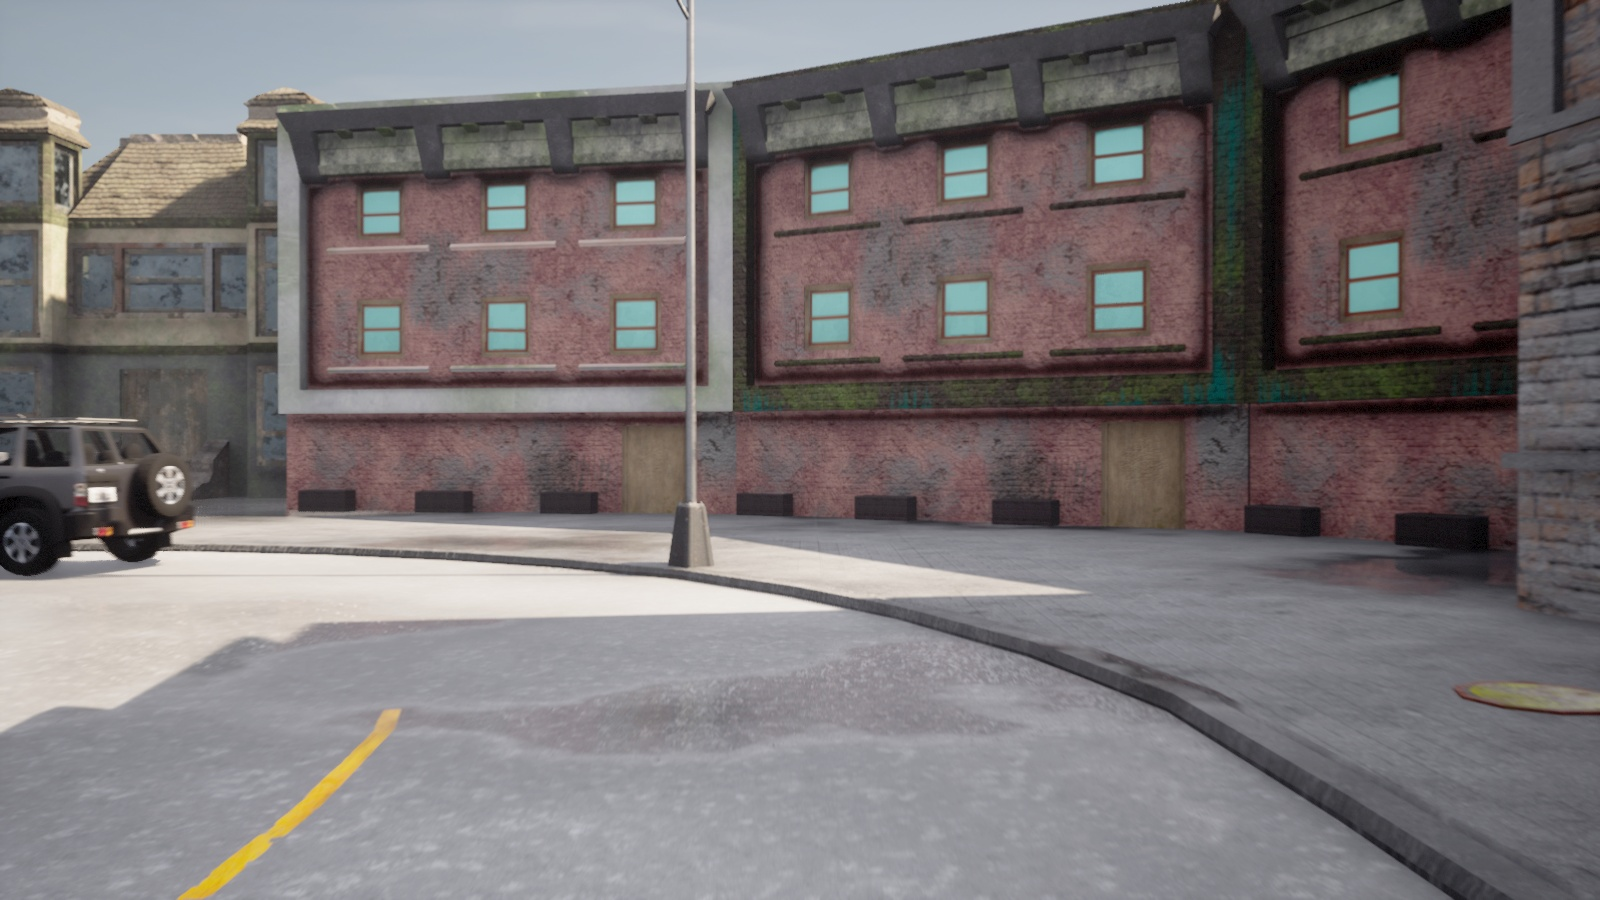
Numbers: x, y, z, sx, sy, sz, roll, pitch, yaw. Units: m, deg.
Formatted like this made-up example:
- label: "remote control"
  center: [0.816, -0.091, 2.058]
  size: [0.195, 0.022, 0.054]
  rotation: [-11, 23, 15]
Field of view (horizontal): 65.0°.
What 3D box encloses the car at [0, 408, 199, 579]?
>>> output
- label: "car"
  center: [-9.875, 0.472, 15.024]
  size: [4.605, 1.855, 1.932]
  rotation: [0, 0, 11]
